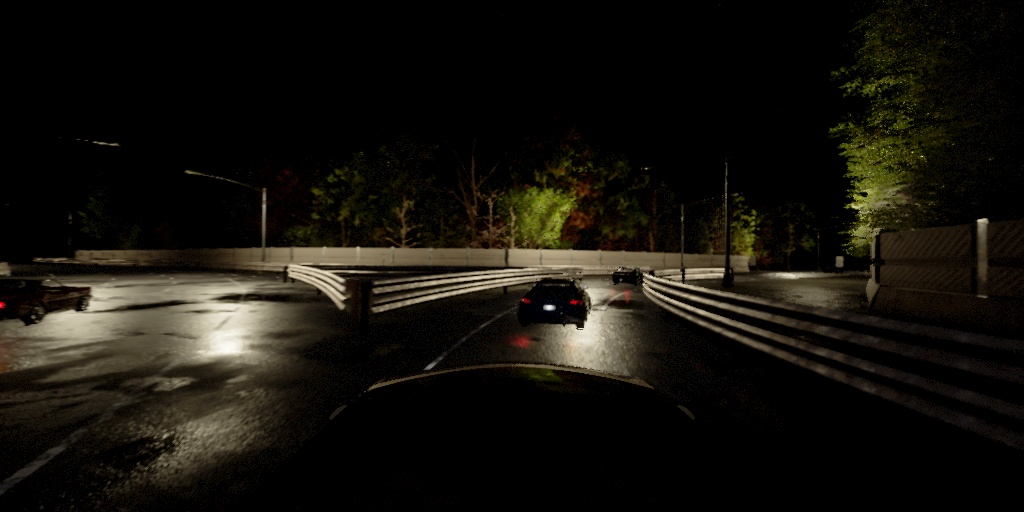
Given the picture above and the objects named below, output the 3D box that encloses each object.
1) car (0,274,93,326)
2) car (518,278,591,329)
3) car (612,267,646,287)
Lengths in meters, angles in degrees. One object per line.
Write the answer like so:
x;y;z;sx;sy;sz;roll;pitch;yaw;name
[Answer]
-14.865;1.295;10.782;1.895;1.301;4.718;1;-1;-32;car
1.541;1.431;11.925;1.994;1.385;4.181;0;-1;14;car
9.598;1.604;28.510;2.128;1.511;4.902;0;-1;38;car
